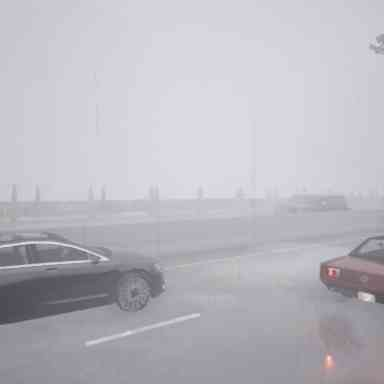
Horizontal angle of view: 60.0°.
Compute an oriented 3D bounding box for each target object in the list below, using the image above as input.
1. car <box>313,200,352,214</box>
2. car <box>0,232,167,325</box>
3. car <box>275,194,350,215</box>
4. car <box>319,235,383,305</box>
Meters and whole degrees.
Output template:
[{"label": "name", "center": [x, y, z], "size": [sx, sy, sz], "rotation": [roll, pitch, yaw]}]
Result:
[{"label": "car", "center": [15.412, 1.565, 36.445], "size": [4.181, 1.385, 1.994], "rotation": [0, 0, -35]}, {"label": "car", "center": [-2.793, 1.492, 6.051], "size": [4.902, 1.511, 2.128], "rotation": [0, 0, -35]}, {"label": "car", "center": [8.640, 1.222, 23.037], "size": [5.566, 2.045, 2.150], "rotation": [0, 0, -35]}, {"label": "car", "center": [4.953, 1.601, 7.273], "size": [4.718, 1.301, 1.895], "rotation": [0, 0, -35]}]
